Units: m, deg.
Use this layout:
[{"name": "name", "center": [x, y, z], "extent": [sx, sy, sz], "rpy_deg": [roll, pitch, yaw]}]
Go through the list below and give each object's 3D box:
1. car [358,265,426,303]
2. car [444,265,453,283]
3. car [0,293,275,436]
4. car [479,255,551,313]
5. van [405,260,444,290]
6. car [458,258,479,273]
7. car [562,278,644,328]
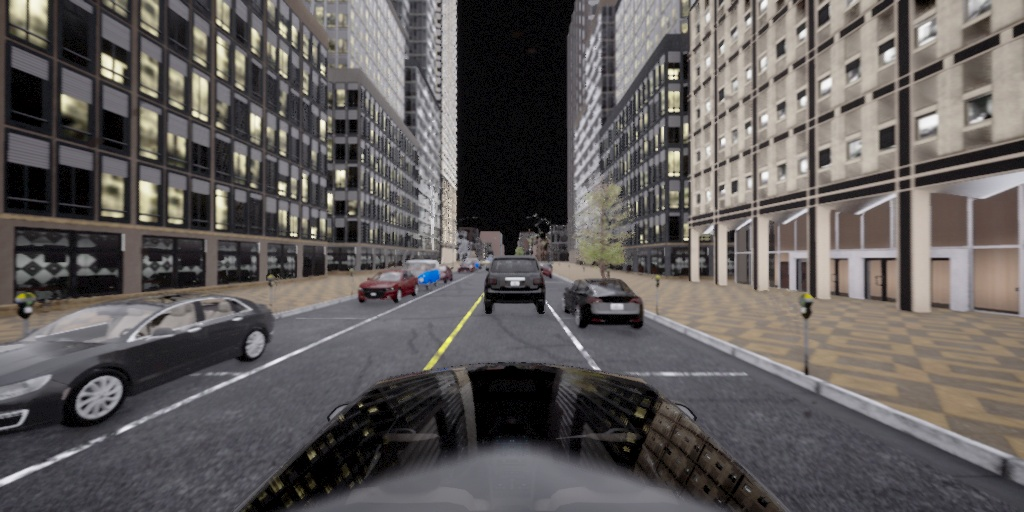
[{"name": "car", "center": [-5.693, 1.333, 16.965], "extent": [1.888, 1.381, 4.507], "rpy_deg": [0, 0, 0]}, {"name": "car", "center": [-5.694, 1.396, 28.350], "extent": [1.802, 1.307, 4.207], "rpy_deg": [0, 0, 0]}, {"name": "car", "center": [-5.691, 1.310, 5.580], "extent": [2.007, 1.370, 4.403], "rpy_deg": [0, 0, 0]}, {"name": "car", "center": [0.098, 1.003, 14.402], "extent": [2.150, 2.045, 5.566], "rpy_deg": [0, 0, 0]}, {"name": "van", "center": [-5.694, 1.142, 22.657], "extent": [1.690, 1.789, 3.998], "rpy_deg": [0, 0, 0]}, {"name": "car", "center": [-5.697, 1.291, 45.425], "extent": [1.967, 1.591, 4.097], "rpy_deg": [0, 0, 0]}, {"name": "car", "center": [2.689, 1.340, 11.261], "extent": [1.948, 1.339, 4.313], "rpy_deg": [0, 0, 0]}]
